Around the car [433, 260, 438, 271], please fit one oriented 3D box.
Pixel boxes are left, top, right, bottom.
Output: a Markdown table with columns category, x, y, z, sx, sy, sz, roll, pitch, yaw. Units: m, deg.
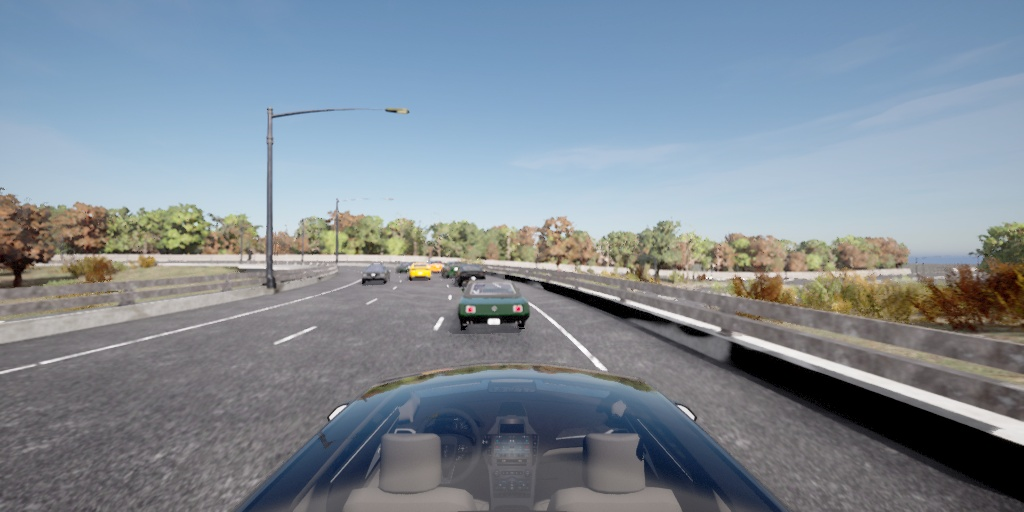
| category | x | y | z | sx | sy | sz | roll | pitch | yaw |
| --- | --- | --- | --- | --- | --- | --- | --- | --- | --- |
| car | -10.278 | 1.360 | 47.558 | 2.097 | 1.767 | 4.553 | 0 | 0 | -24 |

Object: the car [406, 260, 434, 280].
| category | x | y | z | sx | sy | sz | roll | pitch | yaw |
| --- | --- | --- | --- | --- | --- | --- | --- | --- | --- |
| car | -8.854 | 1.412 | 34.255 | 1.882 | 1.535 | 5.008 | 0 | 0 | -17 |

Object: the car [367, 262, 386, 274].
| category | x | y | z | sx | sy | sz | roll | pitch | yaw |
| --- | --- | --- | --- | --- | --- | --- | --- | --- | --- |
| car | -17.942 | 1.580 | 47.498 | 1.994 | 1.385 | 4.181 | 0 | 0 | -25 |

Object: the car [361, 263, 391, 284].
| category | x | y | z | sx | sy | sz | roll | pitch | yaw |
| --- | --- | --- | --- | --- | --- | --- | --- | --- | --- |
| car | -10.901 | 1.456 | 28.918 | 2.033 | 1.411 | 5.357 | 0 | 0 | -15 |

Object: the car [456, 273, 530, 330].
| category | x | y | z | sx | sy | sz | roll | pitch | yaw |
| --- | --- | --- | --- | --- | --- | --- | --- | --- | --- |
| car | -0.675 | 1.404 | 11.403 | 1.895 | 1.301 | 4.718 | 0 | 0 | -6 |

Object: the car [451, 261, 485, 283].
| category | x | y | z | sx | sy | sz | roll | pitch | yaw |
| --- | --- | --- | --- | --- | --- | --- | --- | --- | --- |
| car | -3.213 | 1.366 | 26.757 | 1.882 | 1.535 | 5.008 | 0 | 0 | -13 |

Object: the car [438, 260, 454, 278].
| category | x | y | z | sx | sy | sz | roll | pitch | yaw |
| --- | --- | --- | --- | --- | --- | --- | --- | --- | --- |
| car | -5.990 | 1.299 | 36.664 | 2.097 | 1.767 | 4.553 | 0 | 0 | -18 |

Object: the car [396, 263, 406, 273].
| category | x | y | z | sx | sy | sz | roll | pitch | yaw |
| --- | --- | --- | --- | --- | --- | --- | --- | --- | --- |
| car | -14.216 | 1.577 | 47.789 | 1.994 | 1.385 | 4.181 | 0 | 0 | -25 |
